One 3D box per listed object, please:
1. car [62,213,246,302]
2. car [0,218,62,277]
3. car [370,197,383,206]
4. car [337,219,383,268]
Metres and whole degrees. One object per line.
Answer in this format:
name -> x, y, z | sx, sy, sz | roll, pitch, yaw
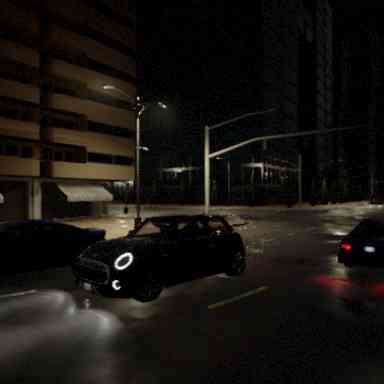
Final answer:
car -> -0.617, 1.404, 8.603 | 2.097, 1.767, 4.553 | -1, -1, 45
car -> -4.841, 1.545, 9.417 | 5.008, 1.535, 1.882 | 0, 0, -42
car -> 34.958, 1.791, 62.965 | 1.812, 1.442, 4.674 | 0, 0, 35
car -> 6.323, 1.594, 10.875 | 2.033, 1.411, 5.357 | 0, 0, 39
